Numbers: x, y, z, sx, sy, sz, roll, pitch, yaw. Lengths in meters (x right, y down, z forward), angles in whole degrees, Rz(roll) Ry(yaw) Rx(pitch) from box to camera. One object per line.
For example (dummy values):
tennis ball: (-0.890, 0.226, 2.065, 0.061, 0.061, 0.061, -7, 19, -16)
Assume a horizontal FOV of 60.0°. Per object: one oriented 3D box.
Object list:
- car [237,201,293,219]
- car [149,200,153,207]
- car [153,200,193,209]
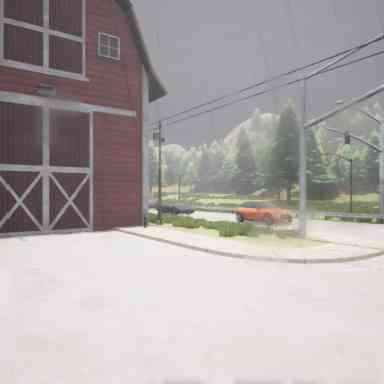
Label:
car: (5.501, 1.527, 25.626, 2.097, 1.767, 4.553, 0, 0, -34)
car: (-6.523, 1.852, 49.614, 1.812, 1.442, 4.674, 0, 0, -34)
car: (-1.852, 1.792, 36.391, 2.033, 1.411, 5.357, 0, 0, -34)
